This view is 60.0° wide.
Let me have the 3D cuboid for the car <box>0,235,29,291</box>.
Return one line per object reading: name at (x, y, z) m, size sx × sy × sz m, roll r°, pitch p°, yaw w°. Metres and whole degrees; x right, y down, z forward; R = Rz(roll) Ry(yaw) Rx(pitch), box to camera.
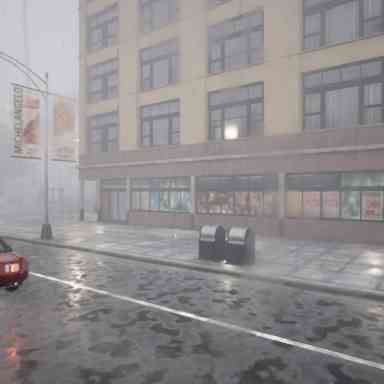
car at (-5.642, 1.600, 8.113) m, size 1.895 × 1.301 × 4.718 m, roll 0°, pitch 0°, yaw -42°
